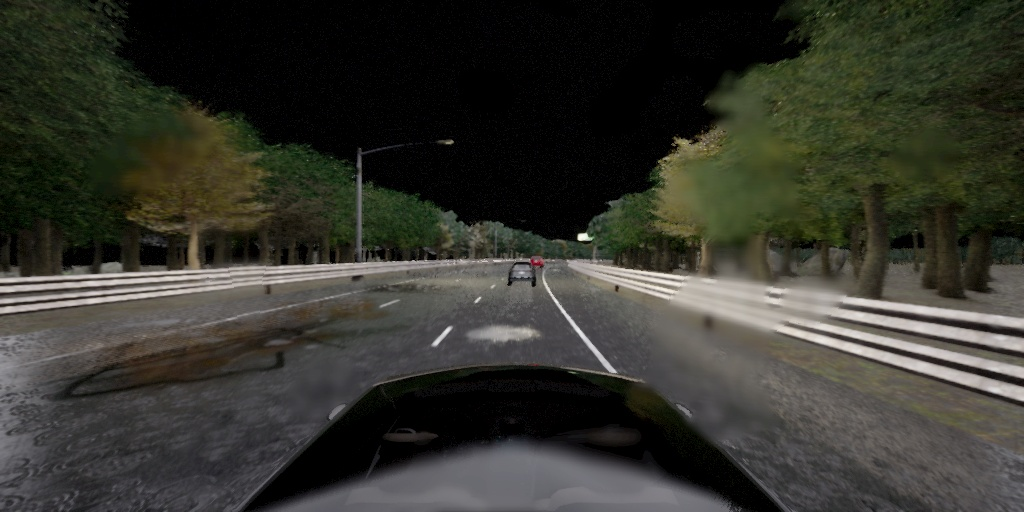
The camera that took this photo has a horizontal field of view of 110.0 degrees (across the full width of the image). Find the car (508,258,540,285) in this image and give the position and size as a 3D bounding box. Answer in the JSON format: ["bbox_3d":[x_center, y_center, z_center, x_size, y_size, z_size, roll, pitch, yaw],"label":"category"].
[{"bbox_3d":[0.771,1.180,25.985,2.033,1.649,4.856,0,0,3],"label":"car"}]

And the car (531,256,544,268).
[{"bbox_3d":[4.343,1.018,61.787,2.150,2.045,5.566,0,0,8],"label":"car"}]
